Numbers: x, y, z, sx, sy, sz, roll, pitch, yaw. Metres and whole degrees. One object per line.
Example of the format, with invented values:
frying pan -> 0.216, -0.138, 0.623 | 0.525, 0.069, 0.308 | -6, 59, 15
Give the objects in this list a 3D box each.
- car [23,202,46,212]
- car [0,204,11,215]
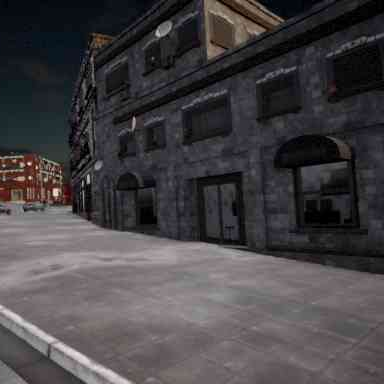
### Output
car -> -24.095, 2.254, 51.047 | 2.128, 1.511, 4.902 | -3, -1, -3
car -> -23.128, 2.075, 39.211 | 1.812, 1.442, 4.674 | -3, -1, -5
